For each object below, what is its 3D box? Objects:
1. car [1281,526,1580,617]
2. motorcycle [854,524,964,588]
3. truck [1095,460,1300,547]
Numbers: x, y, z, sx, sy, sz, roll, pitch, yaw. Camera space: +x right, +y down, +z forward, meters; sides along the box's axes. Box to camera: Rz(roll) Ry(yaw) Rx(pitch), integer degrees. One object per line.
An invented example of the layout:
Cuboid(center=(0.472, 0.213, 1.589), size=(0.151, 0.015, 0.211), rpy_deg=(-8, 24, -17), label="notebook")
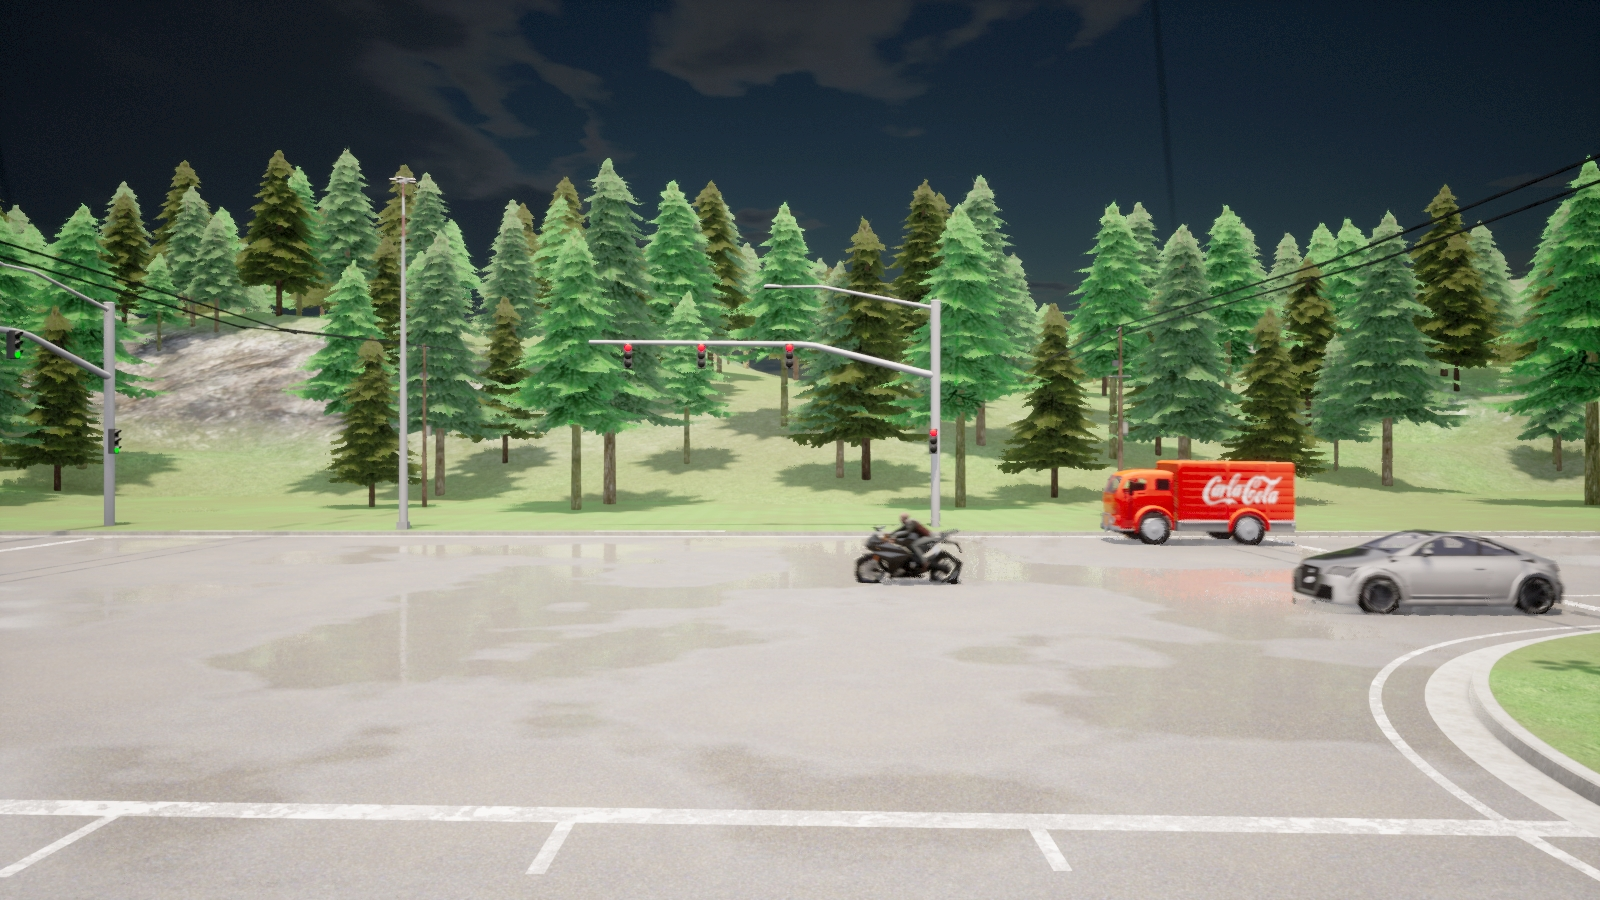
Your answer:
Cuboid(center=(10.994, 2.105, 20.158), size=(4.181, 1.385, 1.994), rpy_deg=(0, 0, 0), label="car")
Cuboid(center=(2.238, 2.189, 23.712), size=(2.209, 1.251, 0.867), rpy_deg=(0, 0, 0), label="motorcycle")
Cuboid(center=(11.751, 1.550, 34.150), size=(5.204, 2.467, 2.627), rpy_deg=(0, 0, 1), label="truck")
